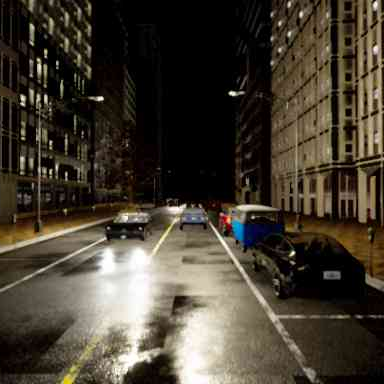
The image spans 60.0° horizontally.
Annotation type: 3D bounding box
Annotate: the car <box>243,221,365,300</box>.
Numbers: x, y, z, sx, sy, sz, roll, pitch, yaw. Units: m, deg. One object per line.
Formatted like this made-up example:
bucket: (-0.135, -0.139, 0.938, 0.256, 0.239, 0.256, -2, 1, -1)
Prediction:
car: (2.689, 1.651, 8.459, 1.947, 1.339, 4.313, 0, -1, 0)

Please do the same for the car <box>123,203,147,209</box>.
car: (-5.705, 1.827, 31.064, 1.752, 1.417, 4.829, 0, -1, 0)

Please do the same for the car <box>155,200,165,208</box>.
car: (-5.722, 2.111, 59.695, 2.008, 1.369, 4.403, 0, -1, 0)

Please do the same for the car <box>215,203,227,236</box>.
car: (2.682, 1.636, 19.845, 1.967, 1.590, 4.097, 0, -1, 0)

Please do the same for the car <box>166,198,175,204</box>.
car: (-5.739, 2.354, 88.155, 2.008, 1.369, 4.403, 0, 0, 0)

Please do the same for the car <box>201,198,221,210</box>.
car: (2.670, 1.722, 42.614, 2.192, 1.841, 5.009, 0, -1, 0)

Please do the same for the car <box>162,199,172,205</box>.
car: (-5.732, 2.290, 76.769, 1.802, 1.307, 4.206, 0, 0, 0)

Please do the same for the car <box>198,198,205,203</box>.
car: (2.638, 2.416, 93.839, 1.947, 1.339, 4.313, 0, 0, 0)

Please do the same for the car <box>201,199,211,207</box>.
car: (2.655, 2.137, 65.549, 1.752, 1.417, 4.829, 0, 0, 0)

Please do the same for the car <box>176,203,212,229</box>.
car: (0.088, 1.780, 23.779, 2.033, 1.411, 5.357, 0, -1, 0)

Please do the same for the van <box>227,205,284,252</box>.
van: (2.686, 1.482, 14.155, 1.690, 1.788, 3.998, 0, -1, 0)

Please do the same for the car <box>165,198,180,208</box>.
car: (-3.090, 2.044, 58.754, 2.128, 1.511, 4.902, 0, -1, 0)

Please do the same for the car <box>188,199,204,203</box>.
car: (0.075, 1.945, 41.591, 2.033, 1.411, 5.357, 0, -1, 0)

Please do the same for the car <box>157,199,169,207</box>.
car: (-5.726, 2.176, 65.387, 1.947, 1.339, 4.313, 0, -1, 0)

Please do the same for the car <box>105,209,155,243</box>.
car: (-3.110, 1.773, 17.392, 1.895, 1.301, 4.718, 0, -1, 0)

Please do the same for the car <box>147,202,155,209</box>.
car: (-5.709, 1.906, 36.927, 2.008, 1.369, 4.403, 0, -1, 0)
